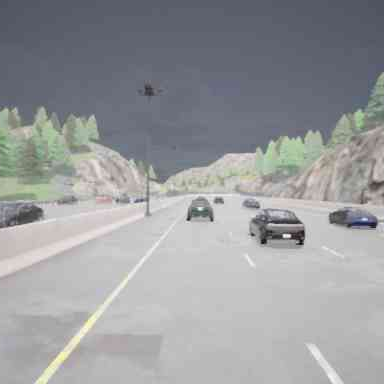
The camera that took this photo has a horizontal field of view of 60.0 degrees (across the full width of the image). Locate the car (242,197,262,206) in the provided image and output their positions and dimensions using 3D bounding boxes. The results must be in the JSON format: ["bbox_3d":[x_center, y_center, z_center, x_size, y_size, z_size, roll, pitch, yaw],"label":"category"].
[{"bbox_3d":[8.430,1.670,47.899,2.033,1.411,5.357,1,0,0],"label":"car"}]

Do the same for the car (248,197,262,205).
[{"bbox_3d":[12.187,1.701,64.631,1.812,1.442,4.674,1,0,2],"label":"car"}]

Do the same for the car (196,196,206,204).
[{"bbox_3d":[1.707,1.543,65.576,1.837,1.490,4.892,1,0,2],"label":"car"}]

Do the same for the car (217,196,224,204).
[{"bbox_3d":[5.204,1.589,65.448,1.837,1.490,4.892,1,0,2],"label":"car"}]

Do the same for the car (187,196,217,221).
[{"bbox_3d":[0.710,1.368,27.969,2.097,1.767,4.553,1,0,2],"label":"car"}]

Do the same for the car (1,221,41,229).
[{"bbox_3d":[-10.212,1.362,18.990,2.128,1.511,4.902,1,0,2],"label":"car"}]

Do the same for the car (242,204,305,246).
[{"bbox_3d":[3.859,1.546,15.675,2.128,1.511,4.902,1,0,2],"label":"car"}]

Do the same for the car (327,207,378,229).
[{"bbox_3d":[11.082,1.715,23.236,1.994,1.385,4.181,1,0,2],"label":"car"}]
